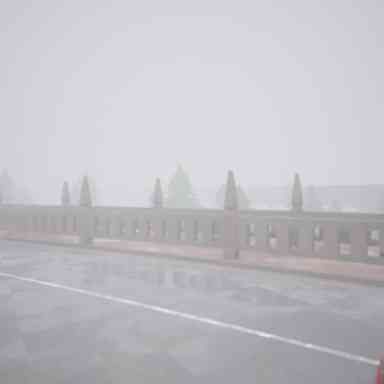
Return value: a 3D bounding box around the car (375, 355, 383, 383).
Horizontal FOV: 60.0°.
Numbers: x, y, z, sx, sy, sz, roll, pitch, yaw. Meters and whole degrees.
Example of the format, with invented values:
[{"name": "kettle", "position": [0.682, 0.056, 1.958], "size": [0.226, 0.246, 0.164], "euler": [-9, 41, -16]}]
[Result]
[{"name": "car", "position": [3.780, 1.198, 1.144], "size": [5.566, 2.045, 2.150], "euler": [0, 0, 37]}]
